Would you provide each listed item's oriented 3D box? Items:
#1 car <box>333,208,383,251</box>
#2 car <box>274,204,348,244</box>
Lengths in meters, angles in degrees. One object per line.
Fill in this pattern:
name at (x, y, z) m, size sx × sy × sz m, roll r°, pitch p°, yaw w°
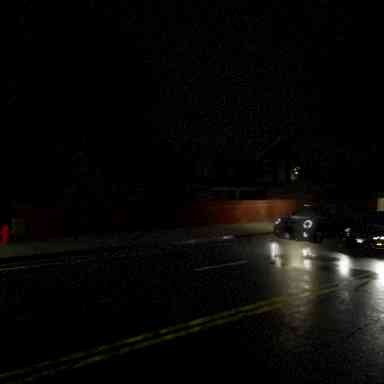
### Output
car at (8.029, 1.525, 13.399) m, size 4.892 × 1.490 × 1.837 m, roll 0°, pitch 0°, yaw -35°
car at (6.014, 1.372, 15.955) m, size 4.553 × 1.767 × 2.097 m, roll 0°, pitch 0°, yaw -35°
